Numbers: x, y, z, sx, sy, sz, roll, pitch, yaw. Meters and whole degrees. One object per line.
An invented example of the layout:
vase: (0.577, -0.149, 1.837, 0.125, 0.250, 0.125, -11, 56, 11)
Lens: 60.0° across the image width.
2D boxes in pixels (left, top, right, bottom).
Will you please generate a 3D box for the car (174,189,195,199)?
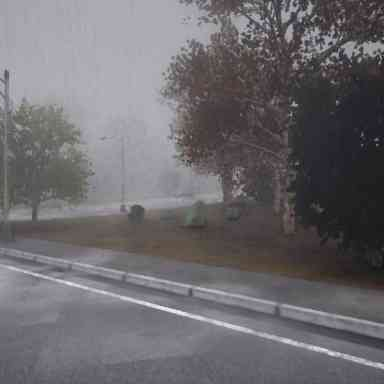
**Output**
car: (-1.436, 0.326, 62.471, 1.837, 1.490, 4.892, 0, 3, 39)

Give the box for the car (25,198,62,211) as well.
car: (-18.464, 1.486, 41.372, 1.994, 1.385, 4.181, 0, 1, 39)
